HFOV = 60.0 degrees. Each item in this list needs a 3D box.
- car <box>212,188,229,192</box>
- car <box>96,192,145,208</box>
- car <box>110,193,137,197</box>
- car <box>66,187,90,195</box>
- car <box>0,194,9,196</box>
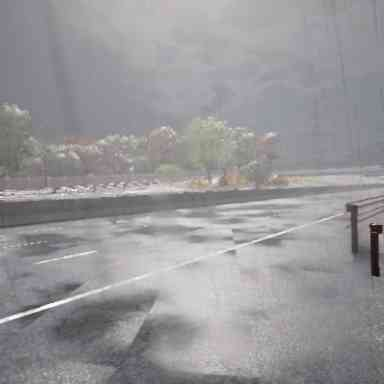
[{"bbox_3d":[4.185,0.177,51.549,2.097,1.767,4.553,-1,1,38],"label":"car"},{"bbox_3d":[-7.718,0.844,36.252,2.128,1.511,4.902,-1,1,38],"label":"car"},{"bbox_3d":[-6.575,0.994,32.024,1.895,1.301,4.718,-1,1,38],"label":"car"},{"bbox_3d":[-20.822,-0.189,60.722,1.895,1.301,4.718,-1,3,17],"label":"car"},{"bbox_3d":[-25.798,0.568,42.732,1.837,1.490,4.892,-1,2,14],"label":"car"}]
